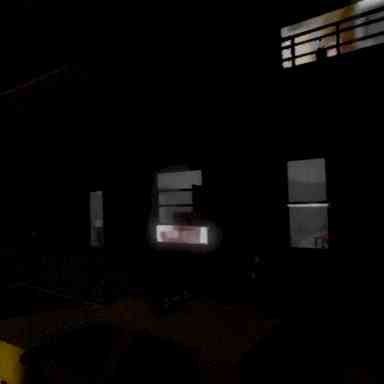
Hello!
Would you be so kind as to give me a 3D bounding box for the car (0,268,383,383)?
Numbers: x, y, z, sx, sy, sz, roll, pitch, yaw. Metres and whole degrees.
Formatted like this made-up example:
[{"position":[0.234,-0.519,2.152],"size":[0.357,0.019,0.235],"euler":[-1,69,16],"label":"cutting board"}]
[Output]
[{"position":[-0.379,1.548,3.018],"size":[4.829,1.417,1.752],"euler":[-1,-2,36],"label":"car"}]
